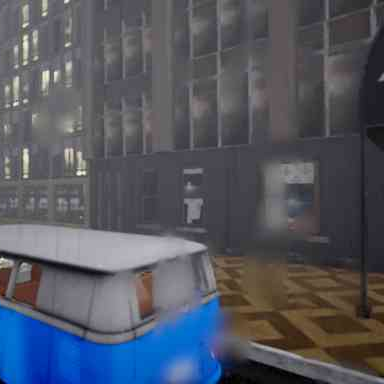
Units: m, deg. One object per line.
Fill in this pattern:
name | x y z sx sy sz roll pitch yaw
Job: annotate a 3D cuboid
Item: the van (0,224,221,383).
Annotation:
van | -1.602 1.357 4.011 3.998 1.788 1.690 0 0 35
